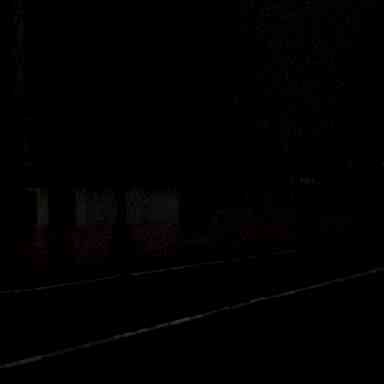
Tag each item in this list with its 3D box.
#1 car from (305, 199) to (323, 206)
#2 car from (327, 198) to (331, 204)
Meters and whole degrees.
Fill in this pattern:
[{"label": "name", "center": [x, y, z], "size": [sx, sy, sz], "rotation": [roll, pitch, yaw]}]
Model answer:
[{"label": "car", "center": [27.946, 2.414, 76.001], "size": [1.970, 1.475, 3.806], "rotation": [1, -2, -37]}, {"label": "car", "center": [35.072, 2.117, 80.000], "size": [2.152, 1.636, 5.027], "rotation": [1, 0, -37]}]
